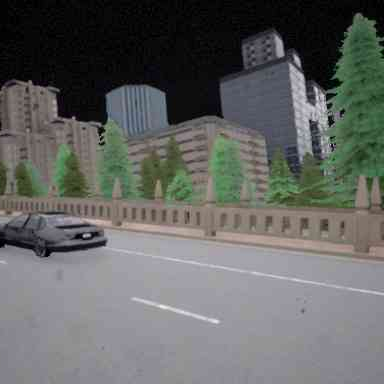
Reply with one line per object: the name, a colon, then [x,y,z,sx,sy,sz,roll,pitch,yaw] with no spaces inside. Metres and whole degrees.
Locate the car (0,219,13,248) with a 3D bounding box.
car: [-7.478,1.416,9.323,5.357,1.411,2.033,1,1,35]

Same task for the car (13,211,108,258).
car: [-5.427,1.416,12.160,5.357,1.411,2.033,1,1,35]
